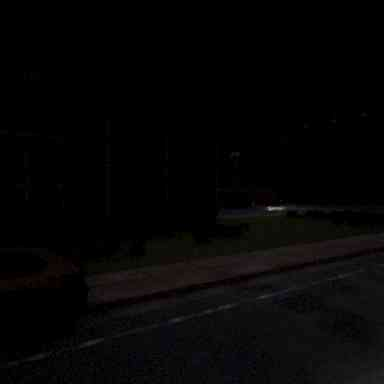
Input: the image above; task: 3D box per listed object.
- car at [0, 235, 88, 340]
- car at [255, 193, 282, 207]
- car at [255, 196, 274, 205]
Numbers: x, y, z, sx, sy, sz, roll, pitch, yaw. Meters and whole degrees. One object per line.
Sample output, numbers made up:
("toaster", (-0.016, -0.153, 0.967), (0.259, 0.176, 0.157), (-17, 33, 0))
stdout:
("car", (-3.742, 1.455, 4.851), (4.193, 1.474, 1.816), (0, 6, -38))
("car", (11.817, 1.203, 51.650), (2.150, 2.045, 5.566), (0, 0, -15))
("car", (13.273, 1.515, 61.513), (1.837, 1.490, 4.892), (0, 0, -9))
